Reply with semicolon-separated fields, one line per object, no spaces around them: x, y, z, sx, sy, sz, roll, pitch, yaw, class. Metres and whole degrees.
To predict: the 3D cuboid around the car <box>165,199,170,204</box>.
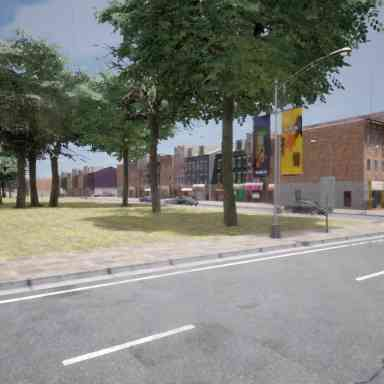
-2.863;1.488;58.485;1.895;1.301;4.718;1;0;-35;car

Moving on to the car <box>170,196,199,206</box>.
-0.886;1.408;50.737;1.837;1.490;4.892;1;0;-35;car

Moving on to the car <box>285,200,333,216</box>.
11.562;1.577;33.230;1.837;1.490;4.892;1;0;-35;car

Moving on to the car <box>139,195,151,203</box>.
-8.733;1.401;66.638;2.033;1.411;5.357;1;0;-35;car
